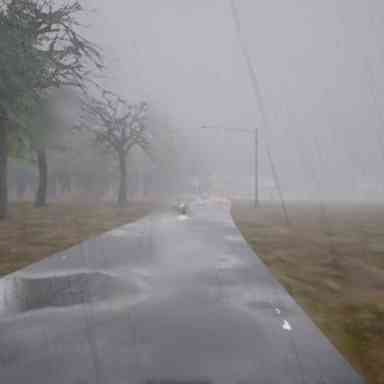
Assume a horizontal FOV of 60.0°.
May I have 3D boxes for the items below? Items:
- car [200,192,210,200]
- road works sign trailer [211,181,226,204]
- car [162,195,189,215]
[{"bbox_3d":[2.748,0.817,71.543,2.097,1.767,4.553,0,0,3],"label":"car"},{"bbox_3d":[4.187,0.102,52.165,2.380,3.560,2.880,0,0,6],"label":"road works sign trailer"},{"bbox_3d":[-1.480,1.139,31.413,2.097,1.767,4.553,0,0,6],"label":"car"}]
